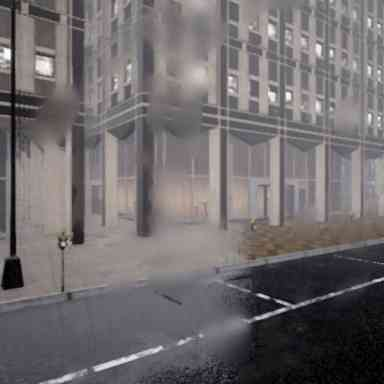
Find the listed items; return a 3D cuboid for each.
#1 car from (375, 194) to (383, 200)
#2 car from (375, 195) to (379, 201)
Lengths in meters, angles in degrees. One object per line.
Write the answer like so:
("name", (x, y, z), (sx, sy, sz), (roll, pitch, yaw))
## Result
("car", (39.877, 1.079, 67.761), (1.802, 1.307, 4.206), (1, 0, -36))
("car", (33.109, 0.813, 62.829), (2.192, 1.841, 5.009), (1, 0, -36))
